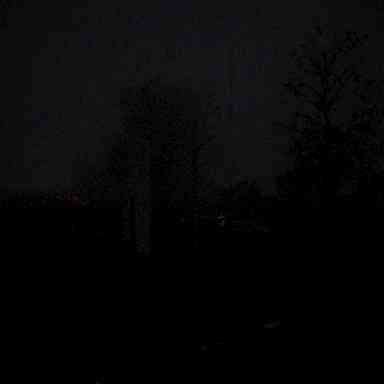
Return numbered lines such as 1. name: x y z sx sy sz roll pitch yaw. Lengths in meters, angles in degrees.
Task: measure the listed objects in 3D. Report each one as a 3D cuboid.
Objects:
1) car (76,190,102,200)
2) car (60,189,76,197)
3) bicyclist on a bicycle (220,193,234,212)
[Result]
1. car: -15.293 0.462 50.085 2.033 1.411 5.357 -1 2 -35
2. car: -22.222 0.147 59.808 2.128 1.511 4.902 -1 2 -36
3. bicyclist on a bicycle: 3.084 0.941 29.538 1.656 1.620 0.582 0 1 -35
